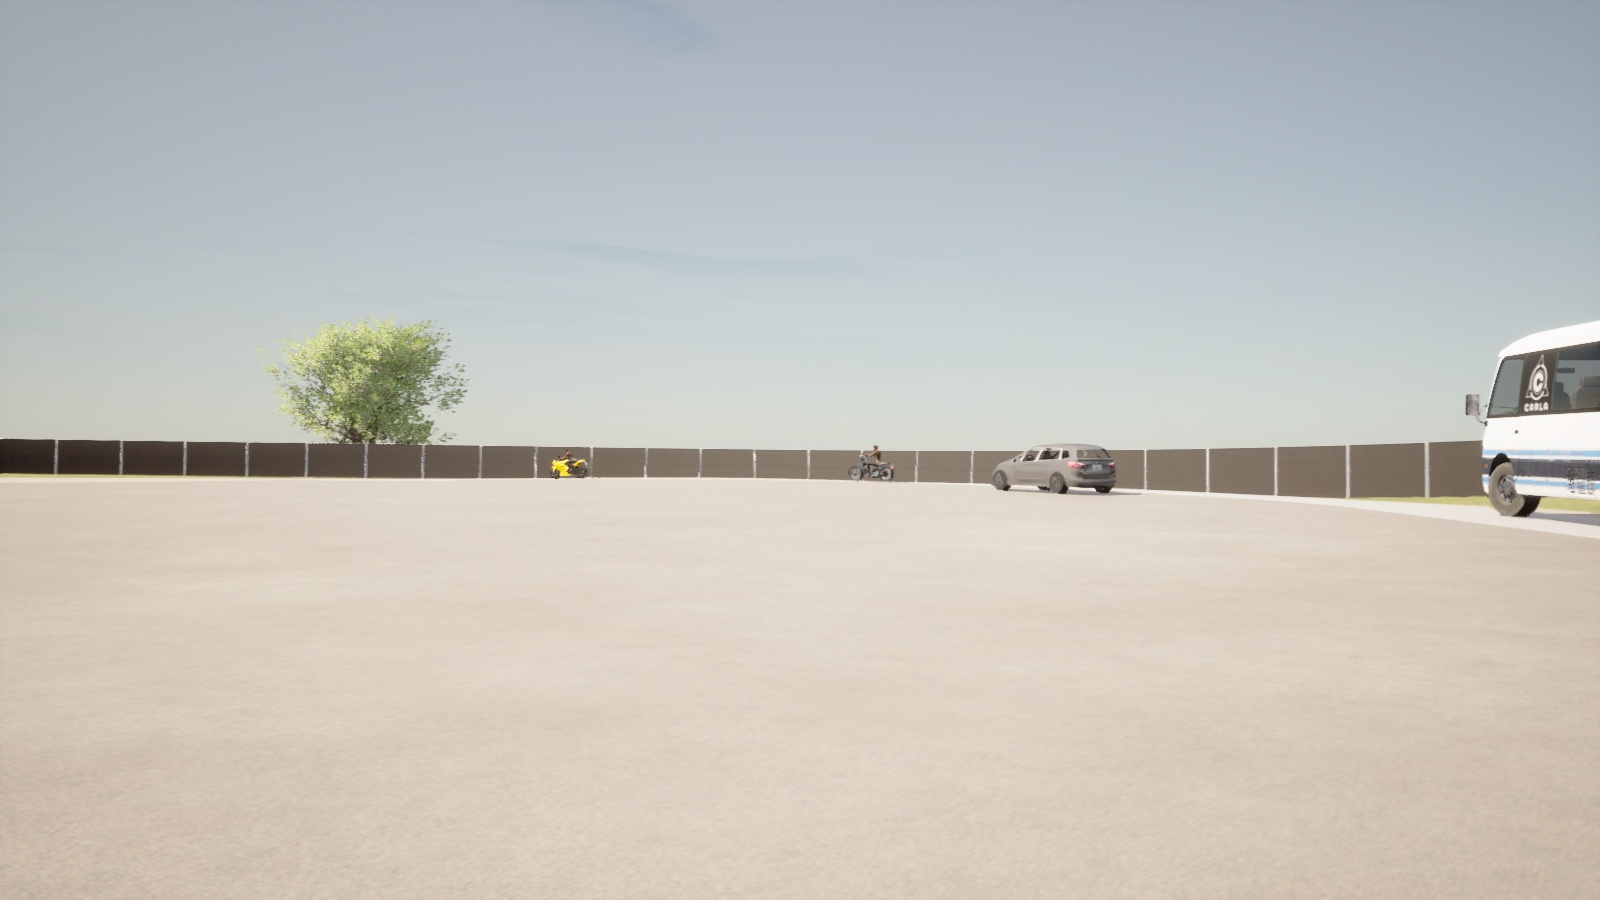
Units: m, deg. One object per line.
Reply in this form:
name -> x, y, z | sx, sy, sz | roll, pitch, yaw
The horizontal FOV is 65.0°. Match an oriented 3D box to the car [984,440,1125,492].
car -> 8.582, 0.504, 42.729 | 2.242, 1.667, 4.611 | 0, 0, -30

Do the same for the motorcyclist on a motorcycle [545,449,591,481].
motorcyclist on a motorcycle -> -11.290, 0.724, 61.207 | 2.044, 1.523, 0.797 | -1, -1, 15

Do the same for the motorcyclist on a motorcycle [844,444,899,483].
motorcyclist on a motorcycle -> 3.086, 0.572, 54.134 | 2.350, 1.649, 0.766 | 0, -1, 40

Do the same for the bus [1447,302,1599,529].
bus -> 17.268, -0.642, 25.626 | 3.944, 4.253, 10.273 | 0, 0, 8
